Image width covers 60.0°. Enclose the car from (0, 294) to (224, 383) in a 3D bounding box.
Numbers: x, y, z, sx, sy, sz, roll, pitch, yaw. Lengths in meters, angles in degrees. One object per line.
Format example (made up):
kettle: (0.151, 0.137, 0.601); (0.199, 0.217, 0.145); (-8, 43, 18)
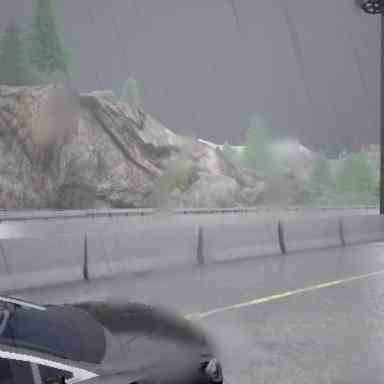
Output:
car: (-1.938, 1.491, 2.262); (4.902, 1.511, 2.128); (0, 0, -35)
